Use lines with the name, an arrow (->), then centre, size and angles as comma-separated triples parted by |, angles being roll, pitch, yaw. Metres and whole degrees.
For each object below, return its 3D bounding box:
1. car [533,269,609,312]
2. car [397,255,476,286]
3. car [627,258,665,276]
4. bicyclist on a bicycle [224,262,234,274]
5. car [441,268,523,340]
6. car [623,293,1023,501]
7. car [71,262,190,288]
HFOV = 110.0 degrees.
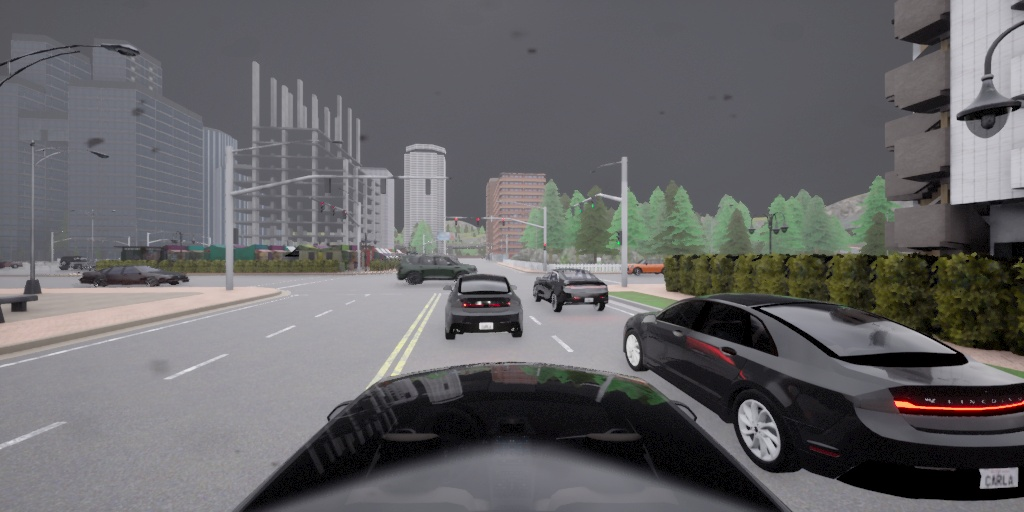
car -> 2.140, 1.241, 14.205 | 2.128, 1.511, 4.902 | 0, 0, -9
car -> -5.158, 0.972, 25.066 | 5.566, 2.045, 2.150 | 0, 0, -5
car -> 14.058, 1.102, 37.499 | 4.553, 1.767, 2.097 | 0, 0, -5
bicyclist on a bicycle -> -29.516, 1.011, 37.408 | 0.582, 1.620, 1.656 | 0, 5, -5
car -> -0.857, 1.255, 10.090 | 1.837, 1.490, 4.892 | 0, 0, -7
car -> 3.113, 1.255, 4.844 | 1.837, 1.490, 4.892 | 0, 0, -4
car -> -24.480, 1.297, 23.364 | 5.357, 1.411, 2.033 | 0, 0, -5
